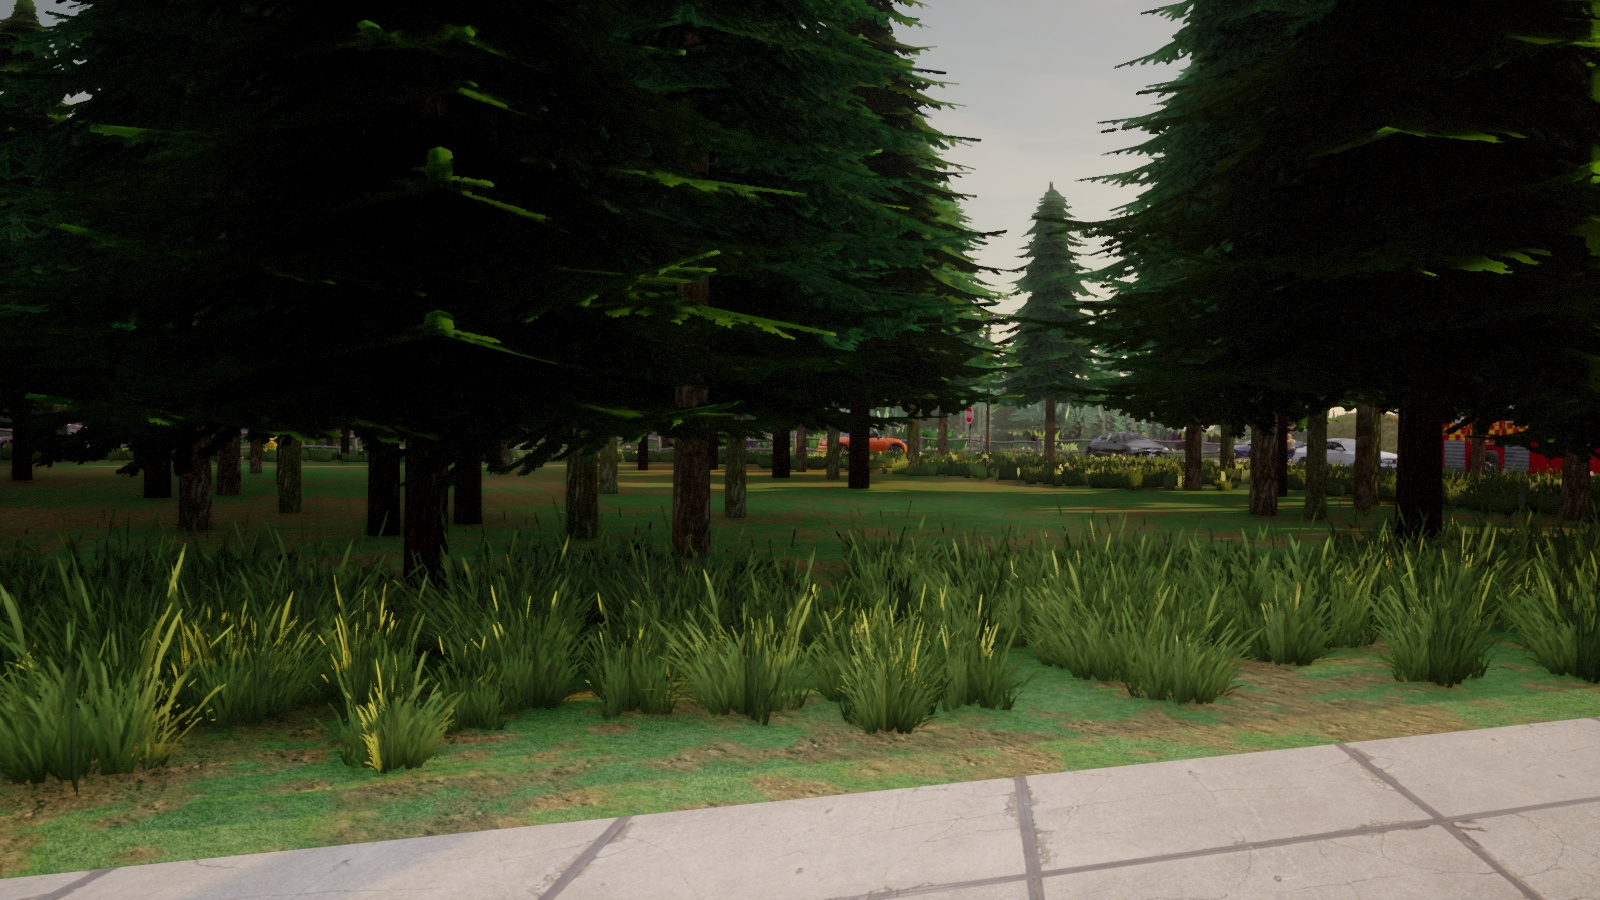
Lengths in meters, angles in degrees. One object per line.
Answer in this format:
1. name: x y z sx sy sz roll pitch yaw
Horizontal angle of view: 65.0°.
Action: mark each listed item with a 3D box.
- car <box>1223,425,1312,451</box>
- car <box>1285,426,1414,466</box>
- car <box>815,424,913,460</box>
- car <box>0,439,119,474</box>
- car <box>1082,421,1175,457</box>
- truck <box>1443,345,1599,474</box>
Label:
1. car: 28.380 -0.757 76.241 4.792 1.488 2.163 -1 1 -18
2. car: 21.042 -0.163 48.319 1.812 1.442 4.674 -1 1 -21
3. car: 3.272 -0.434 64.387 4.553 1.767 2.097 -1 1 -18
4. car: -32.867 0.277 55.465 4.674 1.442 1.812 -1 1 -20
5. car: 15.980 -0.569 61.444 2.152 1.651 5.027 -1 1 -16
6. truck: 24.574 -1.240 38.975 2.891 3.827 8.468 -1 1 -21
